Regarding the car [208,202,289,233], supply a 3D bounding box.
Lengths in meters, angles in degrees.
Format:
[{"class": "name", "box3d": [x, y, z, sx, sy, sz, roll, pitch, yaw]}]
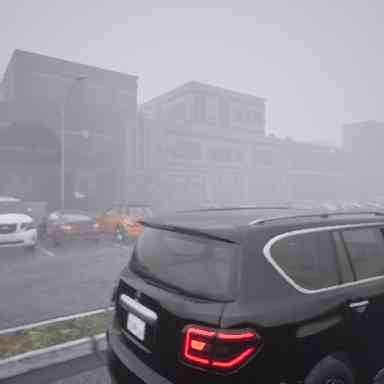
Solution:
[{"class": "car", "box3d": [3.463, 1.540, 21.635, 1.946, 1.575, 5.366, 1, 0, -35]}]

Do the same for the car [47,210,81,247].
[{"class": "car", "box3d": [-5.593, 1.515, 14.978, 2.002, 1.452, 4.674, 0, 0, -35]}]

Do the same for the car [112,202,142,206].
[{"class": "car", "box3d": [-3.310, 1.361, 16.562, 2.185, 1.767, 4.553, 0, 0, -35]}]

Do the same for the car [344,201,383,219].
[{"class": "car", "box3d": [17.170, 1.675, 31.129, 2.097, 1.535, 5.008, 1, 0, -35]}]

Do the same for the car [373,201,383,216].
[{"class": "car", "box3d": [21.599, 1.765, 34.276, 2.002, 1.452, 4.674, 1, 0, -35]}]

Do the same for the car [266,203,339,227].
[{"class": "car", "box3d": [8.018, 1.612, 24.604, 2.163, 1.488, 4.792, 1, 0, -35]}]

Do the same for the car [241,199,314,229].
[{"class": "car", "box3d": [5.757, 1.436, 23.002, 2.185, 1.767, 4.553, 1, 0, -36]}]

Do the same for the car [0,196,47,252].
[{"class": "car", "box3d": [-7.840, 1.218, 13.351, 2.435, 2.045, 5.566, 0, 0, -35]}]

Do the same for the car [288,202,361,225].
[{"class": "car", "box3d": [10.263, 1.604, 26.240, 2.097, 1.535, 5.008, 1, 0, -35]}]

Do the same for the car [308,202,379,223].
[{"class": "car", "box3d": [12.537, 1.628, 27.840, 2.231, 1.521, 4.892, 1, 0, -35]}]

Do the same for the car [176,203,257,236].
[{"class": "car", "box3d": [1.300, 1.524, 19.880, 2.231, 1.521, 4.892, 1, 0, -35]}]

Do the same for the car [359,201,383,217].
[{"class": "car", "box3d": [19.430, 1.701, 32.747, 2.231, 1.521, 4.892, 1, 0, -35]}]

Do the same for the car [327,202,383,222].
[{"class": "car", "box3d": [14.782, 1.679, 29.476, 2.163, 1.488, 4.792, 1, 0, -35]}]

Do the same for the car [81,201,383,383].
[{"class": "car", "box3d": [1.709, 1.225, 4.349, 5.566, 2.045, 2.150, 0, 0, -35]}]
